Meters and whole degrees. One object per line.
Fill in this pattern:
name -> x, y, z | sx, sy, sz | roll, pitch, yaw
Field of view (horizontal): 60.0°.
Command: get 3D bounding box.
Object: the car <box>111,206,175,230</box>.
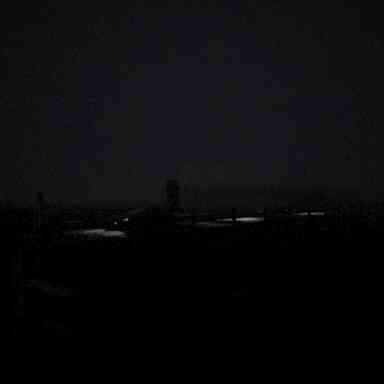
car -> -3.186, 1.692, 22.422 | 1.812, 1.442, 4.674 | 0, -1, 42

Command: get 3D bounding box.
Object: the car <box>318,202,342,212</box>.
car -> 19.675, 2.014, 47.476 | 1.895, 1.301, 4.718 | 0, -1, 42

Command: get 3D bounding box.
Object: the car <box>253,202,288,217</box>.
car -> 8.317, 1.823, 35.091 | 2.128, 1.511, 4.902 | 0, -1, 42
